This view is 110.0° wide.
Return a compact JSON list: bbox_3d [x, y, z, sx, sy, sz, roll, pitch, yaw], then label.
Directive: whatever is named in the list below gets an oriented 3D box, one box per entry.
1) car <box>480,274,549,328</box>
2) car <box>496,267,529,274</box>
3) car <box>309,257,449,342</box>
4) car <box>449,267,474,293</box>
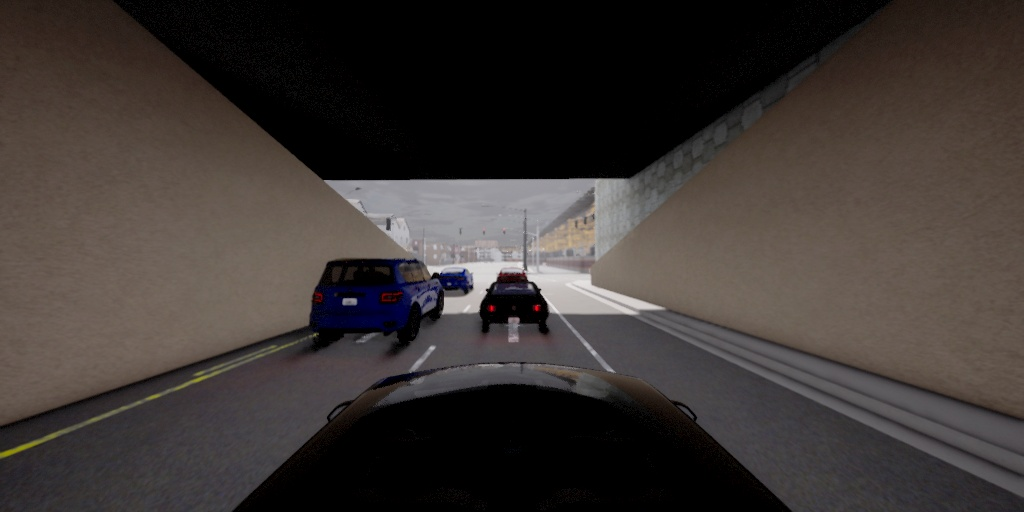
[{"bbox_3d":[0.053,1.448,11.798,1.895,1.301,4.718,0,-1,0],"label":"car"},{"bbox_3d":[0.007,1.424,22.105,1.882,1.535,5.008,0,-1,0],"label":"car"},{"bbox_3d":[-3.433,1.058,10.210,2.150,2.045,5.566,0,0,-1],"label":"car"},{"bbox_3d":[-3.494,1.428,22.357,1.882,1.535,5.008,0,-1,0],"label":"car"}]
